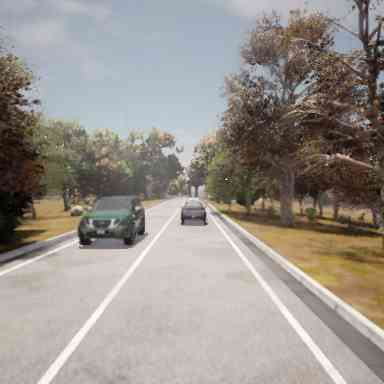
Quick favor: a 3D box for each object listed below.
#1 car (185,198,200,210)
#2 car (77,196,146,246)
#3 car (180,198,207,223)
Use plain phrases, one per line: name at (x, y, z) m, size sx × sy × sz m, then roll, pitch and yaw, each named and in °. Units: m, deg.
car at (0.118, 1.480, 42.685) m, size 1.812 × 1.442 × 4.674 m, roll 0°, pitch 0°, yaw 0°
car at (-3.523, 1.217, 15.701) m, size 2.150 × 2.045 × 5.566 m, roll 0°, pitch 0°, yaw 1°
car at (0.113, 1.482, 25.131) m, size 2.128 × 1.511 × 4.902 m, roll 0°, pitch 0°, yaw 0°
